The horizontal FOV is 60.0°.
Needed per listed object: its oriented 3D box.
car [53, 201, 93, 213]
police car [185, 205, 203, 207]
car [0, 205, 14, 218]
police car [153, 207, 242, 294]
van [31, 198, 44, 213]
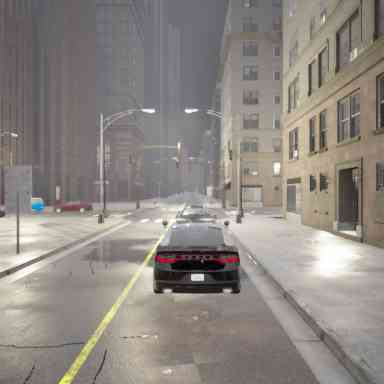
[{"bbox_3d":[-13.943,1.726,39.120,4.507,1.381,1.887,-1,0,0],"label":"car"},{"bbox_3d":[0.127,1.509,18.543,2.038,1.542,4.974,0,0,0],"label":"police car"},{"bbox_3d":[-19.600,1.523,30.620,5.009,1.841,2.192,-1,0,0],"label":"car"},{"bbox_3d":[0.110,1.427,8.938,1.930,1.638,5.238,0,0,0],"label":"police car"},{"bbox_3d":[-19.570,1.590,39.145,3.998,1.788,1.690,-1,0,0],"label":"van"}]
